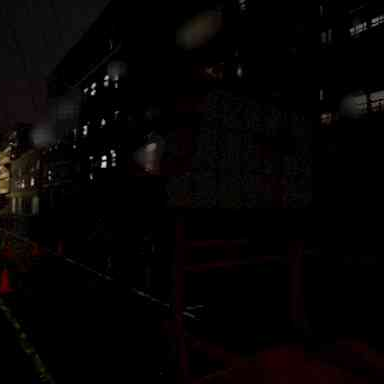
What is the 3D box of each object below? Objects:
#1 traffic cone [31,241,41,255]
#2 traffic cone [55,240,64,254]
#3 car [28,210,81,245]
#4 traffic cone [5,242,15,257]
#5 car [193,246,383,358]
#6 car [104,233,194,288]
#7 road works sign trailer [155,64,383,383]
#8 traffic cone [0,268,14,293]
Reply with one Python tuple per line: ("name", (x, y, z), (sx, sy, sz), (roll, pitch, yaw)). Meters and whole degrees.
("traffic cone", (-6.793, 2.439, 14.492), (0.340, 0.580, 0.340), (3, -3, -37))
("traffic cone", (-5.996, 2.479, 15.094), (0.340, 0.580, 0.340), (3, -3, -37))
("car", (-8.092, 1.981, 19.512), (2.192, 1.841, 5.009), (3, -3, -37))
("traffic cone", (-7.591, 2.399, 13.890), (0.340, 0.580, 0.340), (3, -3, -37))
("car", (2.102, 1.743, 6.023), (1.967, 1.590, 4.097), (3, -3, -37))
("car", (-1.298, 1.975, 10.512), (2.008, 1.369, 4.403), (3, -3, -37))
("road works sign trailer", (0.499, 0.643, 3.773), (2.380, 3.560, 2.880), (3, -3, -37))
("traffic cone", (-4.769, 2.231, 8.504), (0.340, 0.580, 0.340), (3, -3, -37))
